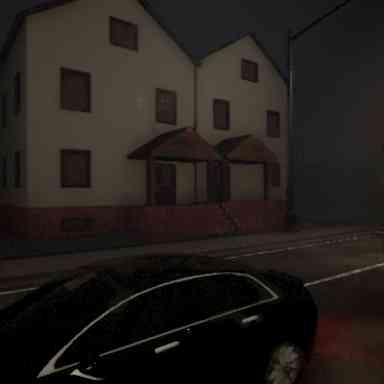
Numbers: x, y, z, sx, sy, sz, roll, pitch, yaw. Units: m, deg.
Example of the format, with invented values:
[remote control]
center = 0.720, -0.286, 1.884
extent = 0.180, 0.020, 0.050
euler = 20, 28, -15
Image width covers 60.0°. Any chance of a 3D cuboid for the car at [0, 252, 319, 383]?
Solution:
[car]
center = -0.664, 1.503, 3.504
extent = 4.892, 1.490, 1.837
euler = 0, 0, -35
